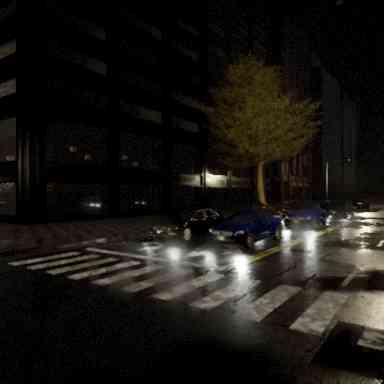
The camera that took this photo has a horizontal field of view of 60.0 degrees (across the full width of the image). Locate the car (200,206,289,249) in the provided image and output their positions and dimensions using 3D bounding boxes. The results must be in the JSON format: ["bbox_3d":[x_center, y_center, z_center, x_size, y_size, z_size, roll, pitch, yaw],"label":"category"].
[{"bbox_3d":[2.555,1.578,15.131,1.812,1.442,4.674,0,0,37],"label":"car"}]

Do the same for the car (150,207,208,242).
[{"bbox_3d":[-0.066,1.578,17.037,1.837,1.490,4.892,0,0,37],"label":"car"}]

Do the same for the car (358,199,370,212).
[{"bbox_3d":[19.745,1.583,39.383,1.837,1.490,4.892,0,0,36],"label":"car"}]

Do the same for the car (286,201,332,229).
[{"bbox_3d":[7.805,1.585,22.568,1.812,1.442,4.674,0,0,35],"label":"car"}]

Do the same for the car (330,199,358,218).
[{"bbox_3d":[13.740,1.572,30.957,1.837,1.490,4.892,0,0,35],"label":"car"}]

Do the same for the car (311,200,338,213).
[{"bbox_3d":[15.877,1.698,39.569,1.895,1.301,4.718,0,0,36],"label":"car"}]
